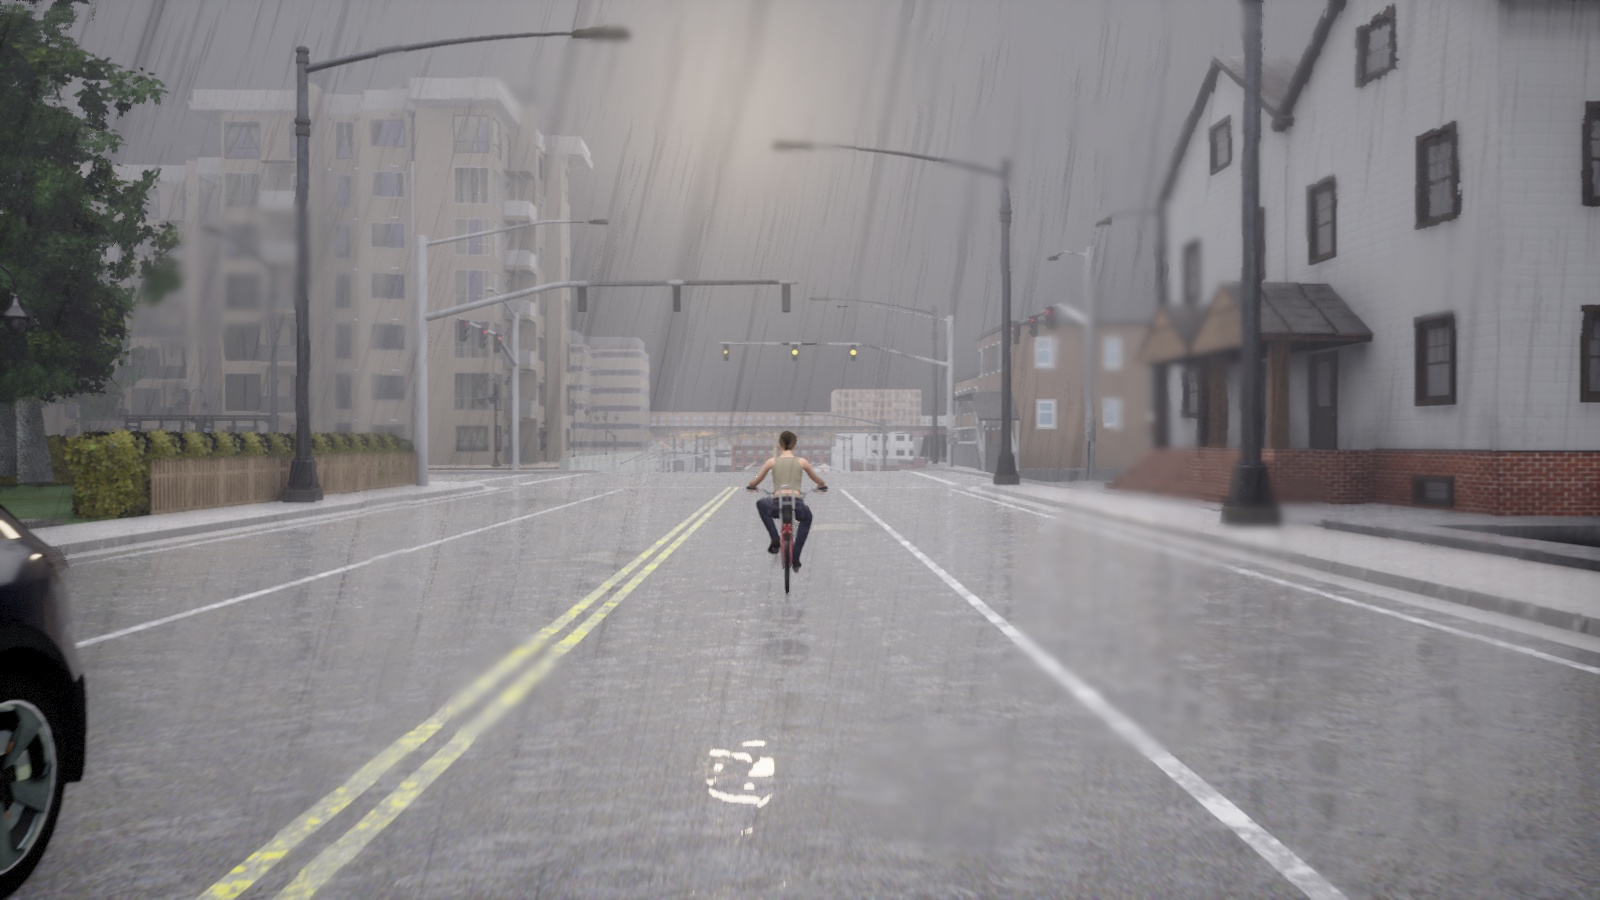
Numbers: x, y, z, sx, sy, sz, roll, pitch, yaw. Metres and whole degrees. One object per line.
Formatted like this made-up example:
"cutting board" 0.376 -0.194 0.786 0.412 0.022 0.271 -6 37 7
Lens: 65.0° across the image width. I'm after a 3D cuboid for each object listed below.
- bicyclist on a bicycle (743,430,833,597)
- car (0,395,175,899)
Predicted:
"bicyclist on a bicycle" -0.123 0.610 12.883 0.866 1.612 1.509 0 0 -1
"car" -3.514 0.659 2.625 2.033 1.649 4.856 0 0 -1
